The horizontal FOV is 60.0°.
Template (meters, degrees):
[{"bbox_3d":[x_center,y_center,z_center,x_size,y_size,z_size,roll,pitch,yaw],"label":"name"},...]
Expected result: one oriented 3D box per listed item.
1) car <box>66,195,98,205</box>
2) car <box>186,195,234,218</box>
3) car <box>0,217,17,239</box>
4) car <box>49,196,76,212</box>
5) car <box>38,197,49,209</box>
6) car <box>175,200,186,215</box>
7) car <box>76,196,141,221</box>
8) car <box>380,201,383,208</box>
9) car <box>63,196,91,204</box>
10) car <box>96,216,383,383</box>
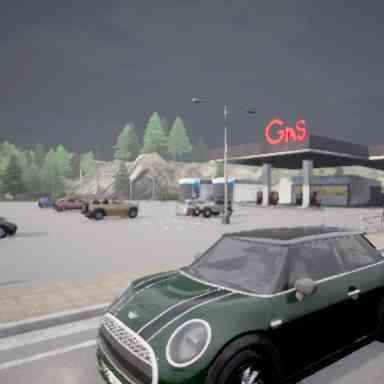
[{"bbox_3d":[-19.623,1.465,59.524,5.027,1.636,2.152,0,0,-36],"label":"car"},{"bbox_3d":[1.822,1.216,28.656,3.866,1.878,1.905,0,0,-36],"label":"car"},{"bbox_3d":[-10.577,1.488,15.267,4.514,1.523,2.007,0,0,-36],"label":"car"},{"bbox_3d":[-13.168,1.456,37.280,4.514,1.523,2.007,0,0,-36],"label":"car"},{"bbox_3d":[-18.956,1.477,45.425,3.633,1.501,1.845,0,0,-36],"label":"car"},{"bbox_3d":[0.382,1.498,31.714,3.806,1.475,1.970,0,0,-36],"label":"car"},{"bbox_3d":[-6.487,1.258,26.742,4.605,1.855,1.932,0,0,-36],"label":"car"},{"bbox_3d":[29.772,1.522,48.026,2.242,1.667,4.611,0,0,-36],"label":"car"},{"bbox_3d":[-21.494,1.474,62.042,4.514,1.523,2.007,0,0,-36],"label":"car"},{"bbox_3d":[1.043,1.341,4.718,4.553,1.767,2.097,0,0,-35],"label":"car"}]
